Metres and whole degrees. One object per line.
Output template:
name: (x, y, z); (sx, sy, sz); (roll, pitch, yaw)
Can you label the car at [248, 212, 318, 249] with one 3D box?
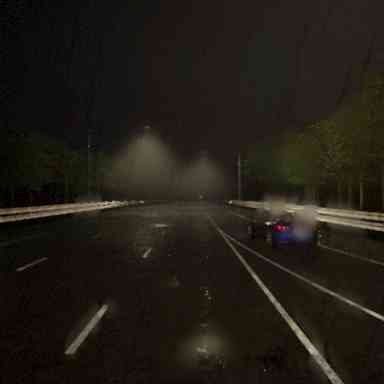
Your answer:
car: (4.080, 1.668, 15.556); (2.163, 1.488, 4.792); (0, -1, -6)
